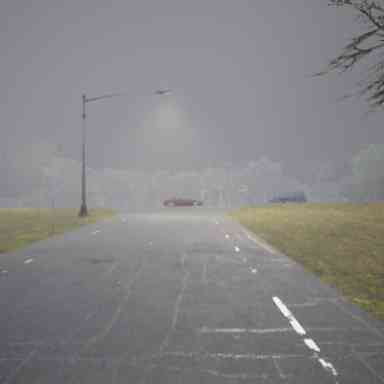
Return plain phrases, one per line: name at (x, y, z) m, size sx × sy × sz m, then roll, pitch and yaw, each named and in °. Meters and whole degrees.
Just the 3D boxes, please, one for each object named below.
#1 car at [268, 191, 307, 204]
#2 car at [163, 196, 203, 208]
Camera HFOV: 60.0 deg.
car at (14.089, 0.931, 49.319) m, size 5.566 × 2.045 × 2.150 m, roll -2°, pitch -3°, yaw -1°
car at (-1.134, 1.234, 42.054) m, size 5.008 × 1.535 × 1.882 m, roll 0°, pitch -1°, yaw 0°
